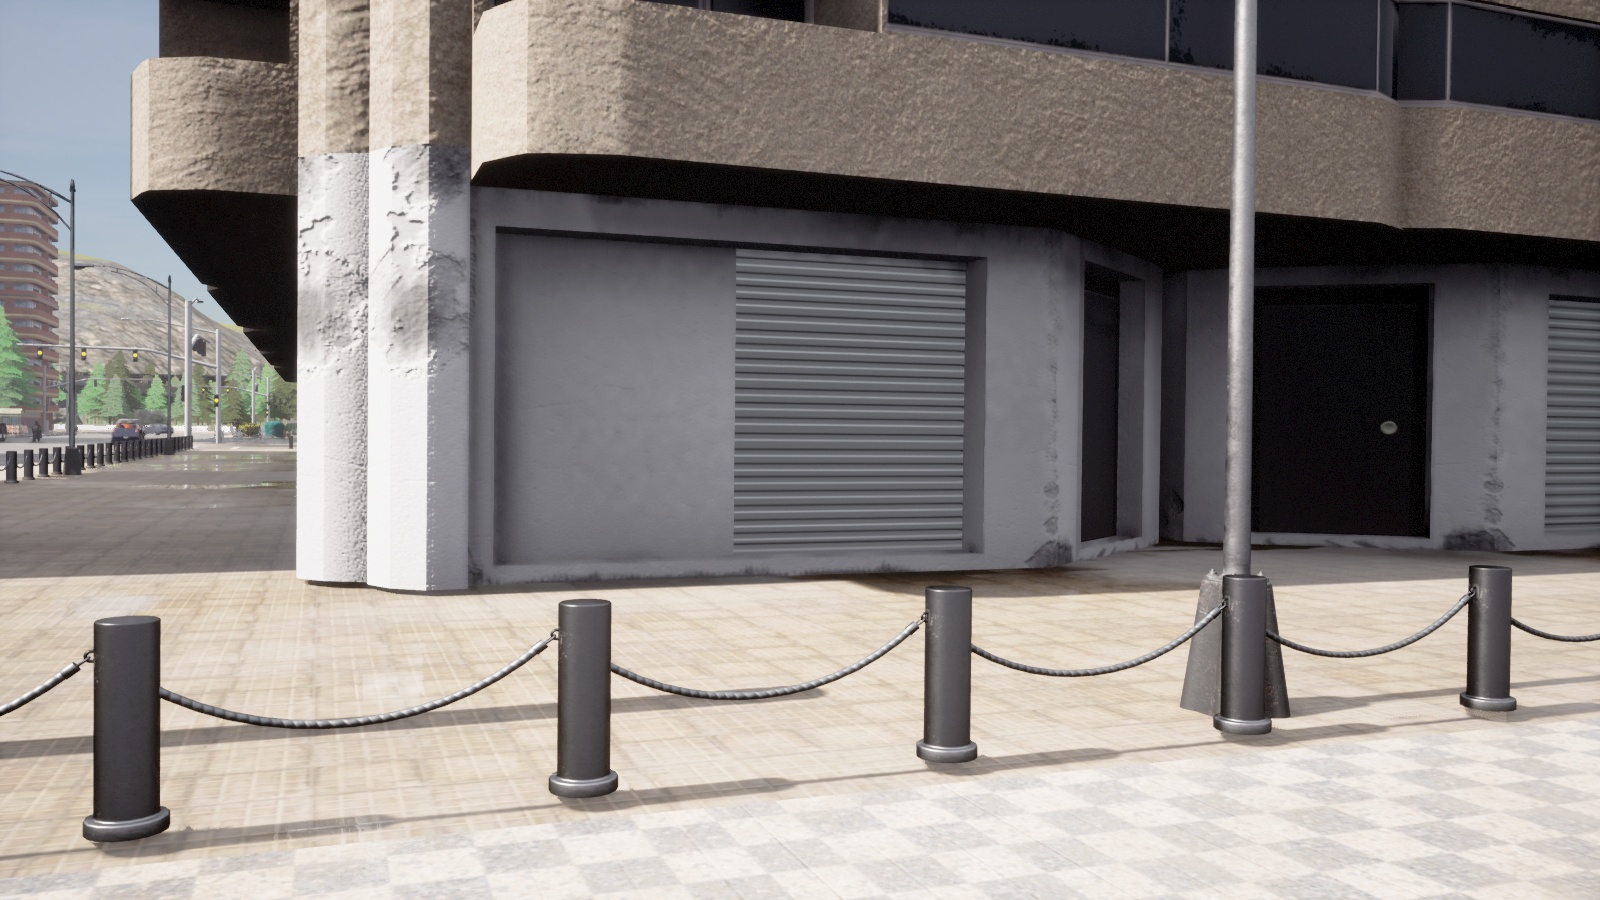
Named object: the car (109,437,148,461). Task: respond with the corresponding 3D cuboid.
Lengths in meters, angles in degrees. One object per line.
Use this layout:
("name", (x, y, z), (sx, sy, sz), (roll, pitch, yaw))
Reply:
("car", (-44.611, -0.111, 83.475), (1.845, 1.501, 3.633), (-1, 1, -22))
